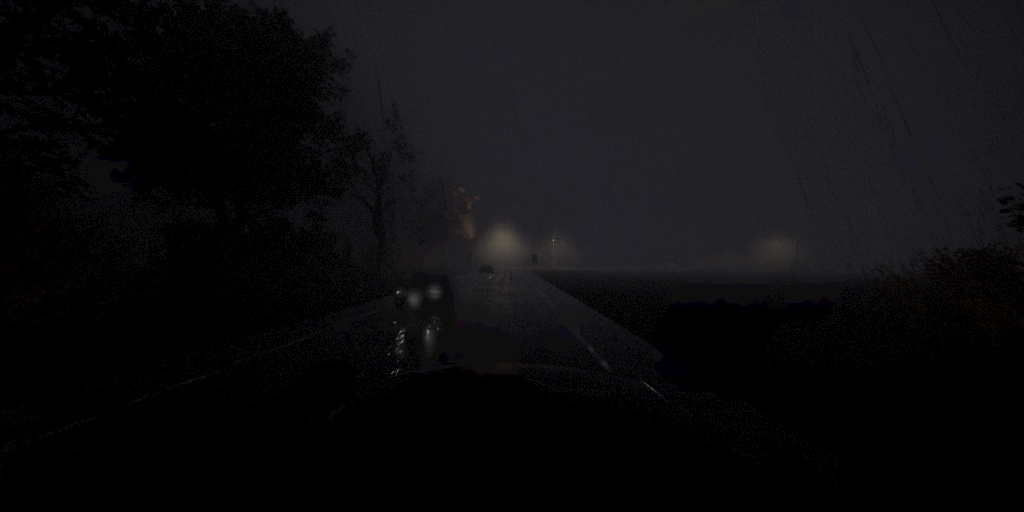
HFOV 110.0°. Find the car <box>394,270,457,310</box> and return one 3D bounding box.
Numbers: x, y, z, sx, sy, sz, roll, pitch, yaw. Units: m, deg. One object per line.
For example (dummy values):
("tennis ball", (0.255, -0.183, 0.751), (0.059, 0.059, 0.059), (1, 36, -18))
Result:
("car", (-3.602, 1.391, 15.654), (2.128, 1.511, 4.902), (0, -1, 0))

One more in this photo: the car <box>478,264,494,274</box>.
("car", (-3.553, 1.820, 50.039), (1.994, 1.385, 4.181), (0, -1, 1))
